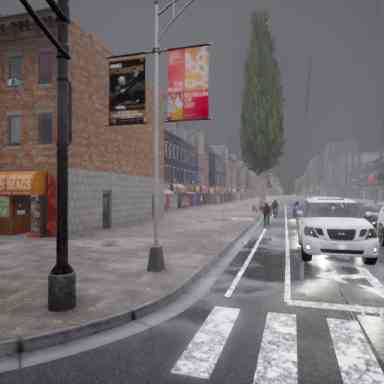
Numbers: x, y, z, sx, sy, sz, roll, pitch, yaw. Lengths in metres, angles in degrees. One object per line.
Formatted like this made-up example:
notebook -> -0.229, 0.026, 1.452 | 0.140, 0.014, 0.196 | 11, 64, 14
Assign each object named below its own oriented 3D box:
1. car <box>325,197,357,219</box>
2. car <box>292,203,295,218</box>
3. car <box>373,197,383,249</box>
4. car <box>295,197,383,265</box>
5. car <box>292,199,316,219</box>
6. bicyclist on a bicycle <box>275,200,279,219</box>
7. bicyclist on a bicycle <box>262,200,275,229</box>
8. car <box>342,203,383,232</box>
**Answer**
car -> 13.651, 1.379, 30.721 | 2.097, 1.767, 4.553 | 0, 0, 16
car -> 7.733, 1.507, 21.644 | 2.128, 1.511, 4.902 | 0, 0, 16
car -> 8.394, 1.230, 11.963 | 2.150, 2.045, 5.566 | 0, 0, 16
car -> 5.098, 1.229, 12.254 | 2.150, 2.045, 5.566 | 0, 0, 16
car -> 10.293, 1.503, 30.785 | 1.882, 1.535, 5.008 | 0, 0, 16
bicyclist on a bicycle -> 7.041, 1.474, 28.134 | 0.582, 1.620, 1.656 | 0, 0, 18
bicyclist on a bicycle -> 4.539, 1.466, 20.218 | 0.582, 1.620, 1.656 | 0, 0, 18
car -> 11.010, 1.522, 21.278 | 1.837, 1.490, 4.892 | 0, 0, 16
